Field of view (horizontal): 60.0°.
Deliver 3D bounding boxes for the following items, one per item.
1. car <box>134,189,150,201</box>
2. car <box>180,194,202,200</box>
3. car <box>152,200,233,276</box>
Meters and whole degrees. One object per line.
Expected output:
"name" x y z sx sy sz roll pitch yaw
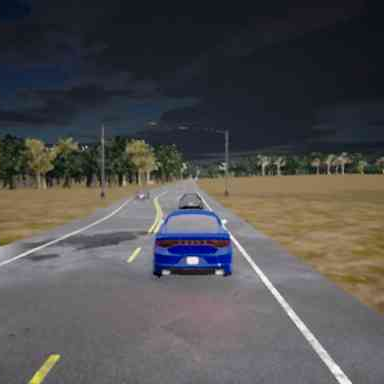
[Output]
"car" -6.578 0.318 44.168 2.128 1.511 4.902 0 2 -6
"car" -0.082 0.839 27.991 1.994 1.385 4.181 0 1 0
"car" 0.017 1.229 9.511 1.882 1.535 5.008 0 2 0
